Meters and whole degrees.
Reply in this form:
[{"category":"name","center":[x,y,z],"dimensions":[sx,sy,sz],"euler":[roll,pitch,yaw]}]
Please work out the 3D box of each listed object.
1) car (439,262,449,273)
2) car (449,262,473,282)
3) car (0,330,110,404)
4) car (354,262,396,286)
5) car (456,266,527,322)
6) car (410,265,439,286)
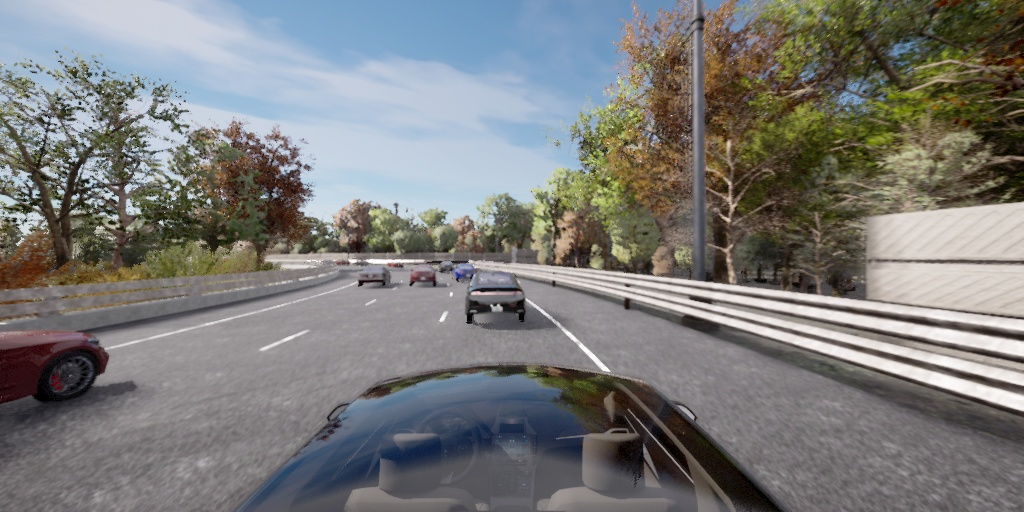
[{"category":"car","center":[-8.518,1.460,46.902],"dimensions":[1.812,1.442,4.674],"euler":[0,0,-15]},{"category":"car","center":[-4.016,1.387,30.411],"dimensions":[1.812,1.442,4.674],"euler":[0,0,-15]},{"category":"car","center":[-7.066,1.310,3.494],"dimensions":[1.812,1.442,4.674],"euler":[0,0,-1]},{"category":"car","center":[-10.062,1.420,26.481],"dimensions":[2.033,1.411,5.357],"euler":[0,0,-13]},{"category":"car","center":[-0.650,1.280,12.460],"dimensions":[2.128,1.511,4.902],"euler":[0,0,-6]},{"category":"car","center":[-6.585,1.386,26.796],"dimensions":[1.812,1.442,4.674],"euler":[0,0,-12]}]
